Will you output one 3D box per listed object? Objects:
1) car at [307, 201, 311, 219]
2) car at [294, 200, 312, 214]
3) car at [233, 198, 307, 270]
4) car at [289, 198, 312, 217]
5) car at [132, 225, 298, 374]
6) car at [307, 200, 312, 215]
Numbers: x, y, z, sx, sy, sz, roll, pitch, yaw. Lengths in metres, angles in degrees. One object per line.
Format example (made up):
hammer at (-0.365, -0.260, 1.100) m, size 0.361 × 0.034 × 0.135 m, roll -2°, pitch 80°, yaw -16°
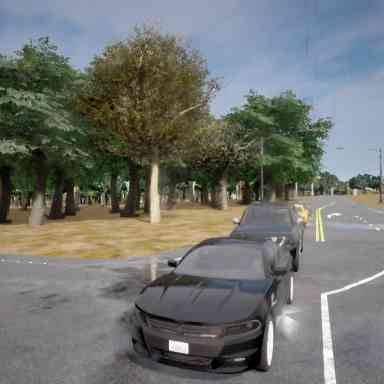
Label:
car at (7.296, 1.663, 23.978) m, size 1.882 × 1.535 × 5.008 m, roll -1°, pitch 0°, yaw 21°
car at (13.416, 1.747, 40.053) m, size 1.812 × 1.442 × 4.674 m, roll -1°, pitch 0°, yaw 21°
car at (2.893, 1.459, 12.330) m, size 2.150 × 2.045 × 5.566 m, roll -2°, pitch 0°, yaw 21°
car at (11.408, 1.562, 34.848) m, size 2.097 × 1.767 × 4.553 m, roll -1°, pitch 0°, yaw 21°
car at (0.758, 1.612, 6.195) m, size 1.882 × 1.535 × 5.008 m, roll -1°, pitch -2°, yaw 21°
car at (9.368, 1.723, 29.477) m, size 1.812 × 1.442 × 4.674 m, roll -1°, pitch 0°, yaw 21°
